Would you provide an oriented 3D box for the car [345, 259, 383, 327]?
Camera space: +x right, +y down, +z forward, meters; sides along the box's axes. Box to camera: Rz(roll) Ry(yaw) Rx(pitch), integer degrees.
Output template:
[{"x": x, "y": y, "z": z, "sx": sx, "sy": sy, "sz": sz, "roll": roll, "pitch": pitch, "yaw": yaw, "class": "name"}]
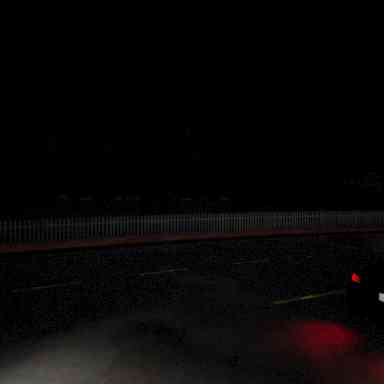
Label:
[{"x": 4.758, "y": 1.564, "z": 5.749, "sx": 4.181, "sy": 1.385, "sz": 1.994, "roll": 0, "pitch": 0, "yaw": -24, "class": "car"}]
